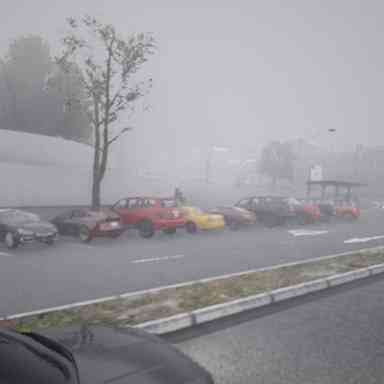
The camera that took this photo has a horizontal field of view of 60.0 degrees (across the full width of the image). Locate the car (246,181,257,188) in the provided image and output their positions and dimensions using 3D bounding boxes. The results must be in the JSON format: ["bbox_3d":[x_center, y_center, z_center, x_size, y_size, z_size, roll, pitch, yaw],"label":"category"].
[{"bbox_3d":[14.774,-1.648,74.362,1.946,1.575,5.366,7,3,35],"label":"car"}]

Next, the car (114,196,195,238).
[{"bbox_3d":[-2.983,1.272,18.107,5.566,2.045,2.435,-1,-1,35],"label":"car"}]

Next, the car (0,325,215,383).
[{"bbox_3d":[-1.969,1.501,1.725,4.892,1.490,1.837,1,0,-36],"label":"car"}]

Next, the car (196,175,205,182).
[{"bbox_3d":[4.251,-3.535,88.919,2.435,2.045,5.566,7,3,34],"label":"car"}]

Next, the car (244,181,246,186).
[{"bbox_3d":[12.944,-1.880,76.683,2.002,1.452,4.674,7,3,35],"label":"car"}]

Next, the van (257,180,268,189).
[{"bbox_3d":[16.348,-1.601,71.631,1.878,1.987,4.442,7,3,35],"label":"van"}]

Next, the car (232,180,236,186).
[{"bbox_3d":[11.202,-2.153,79.146,2.002,1.452,4.674,7,3,35],"label":"car"}]

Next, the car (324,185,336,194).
[{"bbox_3d":[25.042,-0.264,59.408,2.435,2.045,5.566,7,3,35],"label":"car"}]

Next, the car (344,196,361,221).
[{"bbox_3d":[11.833,1.481,28.442,4.553,1.767,2.185,-1,-1,35],"label":"car"}]

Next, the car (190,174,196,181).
[{"bbox_3d":[2.457,-3.686,91.386,2.185,1.767,4.553,6,3,34],"label":"car"}]

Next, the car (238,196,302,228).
[{"bbox_3d":[4.371,1.313,23.318,5.566,2.045,2.435,-1,-1,35],"label":"car"}]

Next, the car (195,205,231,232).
[{"bbox_3d":[-0.664,1.536,19.933,5.366,1.575,1.946,-1,-1,35],"label":"car"}]

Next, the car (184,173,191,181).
[{"bbox_3d":[0.728,-3.921,93.857,2.185,1.767,4.553,4,1,33],"label":"car"}]

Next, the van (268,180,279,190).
[{"bbox_3d":[18.076,-1.328,69.159,1.878,1.987,4.442,7,3,35],"label":"van"}]

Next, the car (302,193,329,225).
[{"bbox_3d":[6.885,1.327,25.022,5.566,2.045,2.435,-1,-1,35],"label":"car"}]

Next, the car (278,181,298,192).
[{"bbox_3d":[19.834,-0.829,66.795,2.231,1.521,4.892,7,3,35],"label":"car"}]

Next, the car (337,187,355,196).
[{"bbox_3d":[26.731,0.299,56.934,2.002,1.452,4.674,7,3,35],"label":"car"}]

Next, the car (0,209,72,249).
[{"bbox_3d":[-7.849,1.500,14.615,4.892,1.521,2.231,-1,-1,35],"label":"car"}]

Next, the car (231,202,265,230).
[{"bbox_3d":[1.943,1.591,21.560,4.674,1.452,2.002,-1,-1,35],"label":"car"}]

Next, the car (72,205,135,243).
[{"bbox_3d":[-5.429,1.540,16.361,4.792,1.488,2.163,-1,-1,35],"label":"car"}]

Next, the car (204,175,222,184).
[{"bbox_3d":[6.100,-3.011,86.659,1.946,1.575,5.366,7,3,34],"label":"car"}]

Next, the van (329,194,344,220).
[{"bbox_3d":[9.424,1.365,26.692,4.442,1.987,1.878,-1,-1,35],"label":"van"}]
